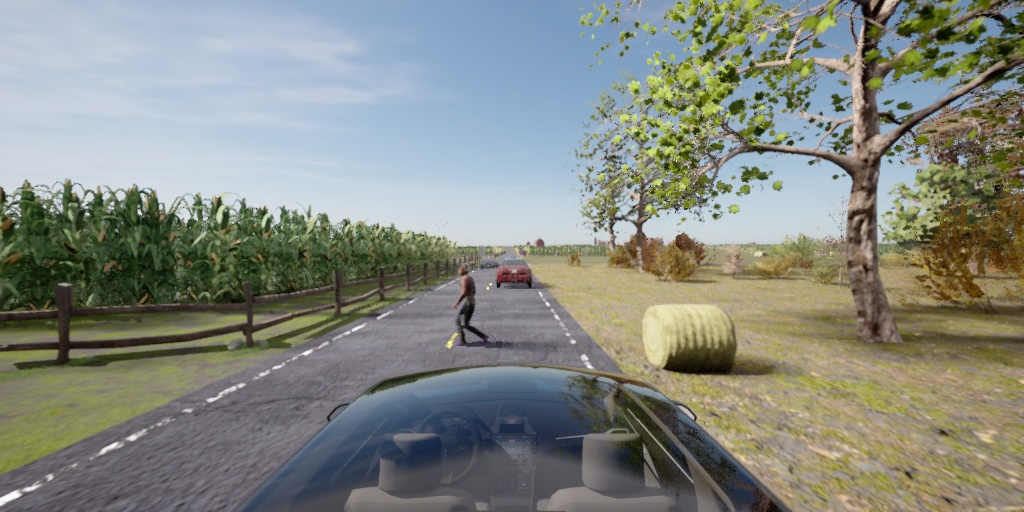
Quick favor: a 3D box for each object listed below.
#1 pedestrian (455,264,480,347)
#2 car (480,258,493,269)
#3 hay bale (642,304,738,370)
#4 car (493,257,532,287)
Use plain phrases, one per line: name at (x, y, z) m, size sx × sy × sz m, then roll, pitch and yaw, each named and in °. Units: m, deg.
pedestrian at (-0.938, 0.990, 7.593) m, size 0.375 × 1.860 × 0.375 m, roll 0°, pitch 1°, yaw 0°
car at (-2.783, 0.883, 44.311) m, size 1.994 × 1.385 × 4.181 m, roll 0°, pitch 1°, yaw 0°
hay bale at (3.130, 1.360, 6.481) m, size 1.220 × 1.180 × 1.240 m, roll 0°, pitch 0°, yaw 0°
car at (0.128, 0.900, 22.650) m, size 2.097 × 1.767 × 4.553 m, roll 0°, pitch 1°, yaw 0°
